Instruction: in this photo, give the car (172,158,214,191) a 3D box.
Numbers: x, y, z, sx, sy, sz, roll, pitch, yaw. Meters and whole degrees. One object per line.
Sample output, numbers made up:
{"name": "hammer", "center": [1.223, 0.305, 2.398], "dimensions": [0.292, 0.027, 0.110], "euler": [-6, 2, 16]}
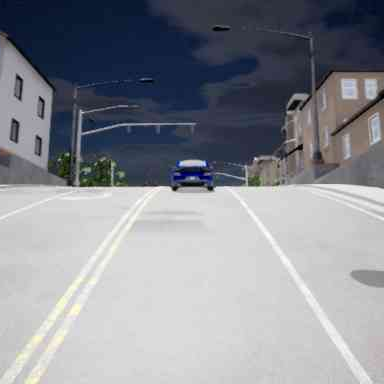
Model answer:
{"name": "car", "center": [0.042, -0.901, 16.657], "dimensions": [1.882, 1.535, 5.008], "euler": [0, 4, 1]}
